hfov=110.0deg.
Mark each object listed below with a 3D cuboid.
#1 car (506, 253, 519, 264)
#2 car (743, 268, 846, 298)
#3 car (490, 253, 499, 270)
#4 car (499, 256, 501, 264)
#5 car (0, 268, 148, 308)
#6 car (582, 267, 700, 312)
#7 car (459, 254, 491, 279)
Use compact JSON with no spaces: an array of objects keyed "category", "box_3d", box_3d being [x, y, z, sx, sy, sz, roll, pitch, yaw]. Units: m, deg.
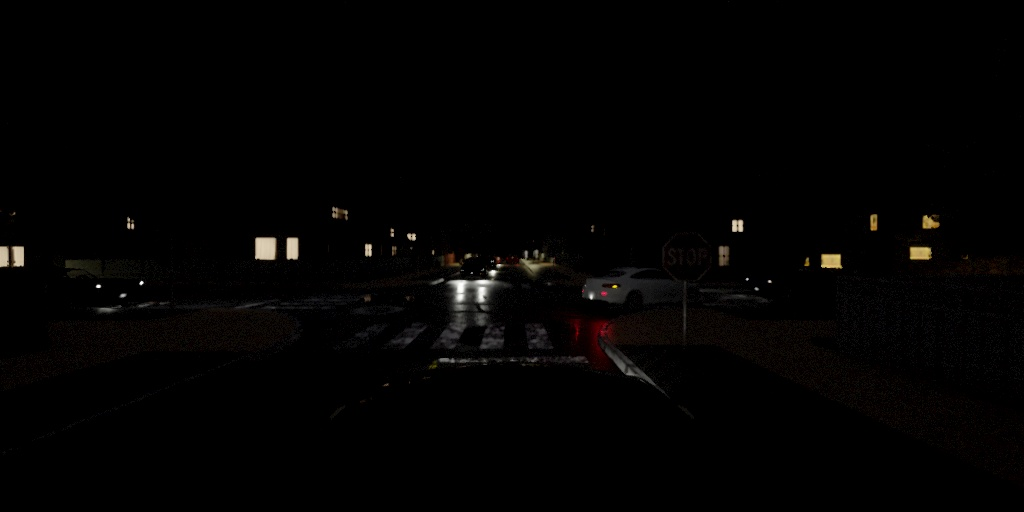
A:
[{"category":"car","box_3d":[0.096,0.346,58.132,2.097,1.767,4.553,0,1,1]},{"category":"car","box_3d":[13.459,1.210,16.553,4.718,1.301,1.895,0,0,-2]},{"category":"car","box_3d":[-2.815,0.563,39.020,2.097,1.767,4.553,0,1,0]},{"category":"car","box_3d":[-2.770,0.374,55.152,2.097,1.767,4.553,0,1,0]},{"category":"car","box_3d":[-16.073,1.089,12.724,4.718,1.301,1.895,0,0,-2]},{"category":"car","box_3d":[4.694,1.107,12.957,4.674,1.442,1.812,0,-1,-28]},{"category":"car","box_3d":[-2.804,0.874,27.060,1.837,1.490,4.892,0,1,-1]}]
